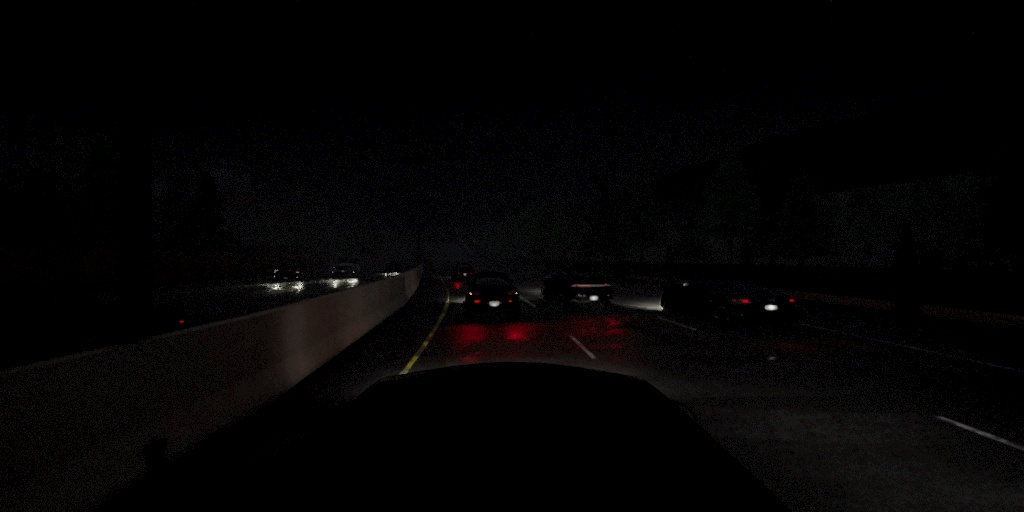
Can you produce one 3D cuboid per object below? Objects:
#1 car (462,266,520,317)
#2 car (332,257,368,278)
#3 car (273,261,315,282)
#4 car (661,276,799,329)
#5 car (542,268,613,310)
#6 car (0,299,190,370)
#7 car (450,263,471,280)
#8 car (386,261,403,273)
[{"bbox_3d":[-0.795,1.291,13.306,1.812,1.442,4.674,0,0,-6],"label":"car"},{"bbox_3d":[-16.311,1.086,35.946,2.150,2.045,5.566,0,0,-13],"label":"car"},{"bbox_3d":[-18.754,1.219,31.019,2.097,1.767,4.553,0,0,-13],"label":"car"},{"bbox_3d":[6.453,1.293,11.175,1.994,1.385,4.181,0,0,-5],"label":"car"},{"bbox_3d":[2.541,1.243,14.864,2.128,1.511,4.902,0,0,-7],"label":"car"},{"bbox_3d":[-7.235,1.335,4.727,2.033,1.411,5.357,0,0,-2],"label":"car"},{"bbox_3d":[-4.399,1.326,31.882,1.812,1.442,4.674,0,0,-13],"label":"car"},{"bbox_3d":[-15.247,1.414,46.823,2.033,1.411,5.357,0,0,-13],"label":"car"}]
